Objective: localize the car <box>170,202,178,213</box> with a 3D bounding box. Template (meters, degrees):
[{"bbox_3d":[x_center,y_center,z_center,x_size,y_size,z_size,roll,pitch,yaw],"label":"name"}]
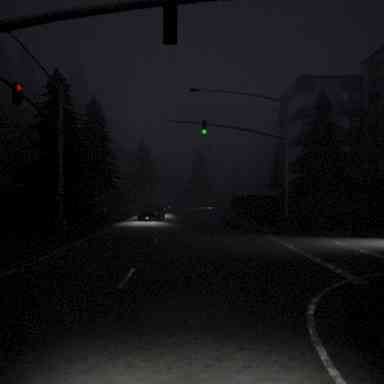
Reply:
[{"bbox_3d":[-2.989,1.862,40.113,1.895,1.301,4.718,0,0,8],"label":"car"}]

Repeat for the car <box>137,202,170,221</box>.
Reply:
[{"bbox_3d":[-3.525,1.742,29.852,2.033,1.411,5.357,0,0,3],"label":"car"}]

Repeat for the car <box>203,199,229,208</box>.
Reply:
[{"bbox_3d":[4.178,1.916,56.746,2.033,1.411,5.357,0,-1,40],"label":"car"}]
